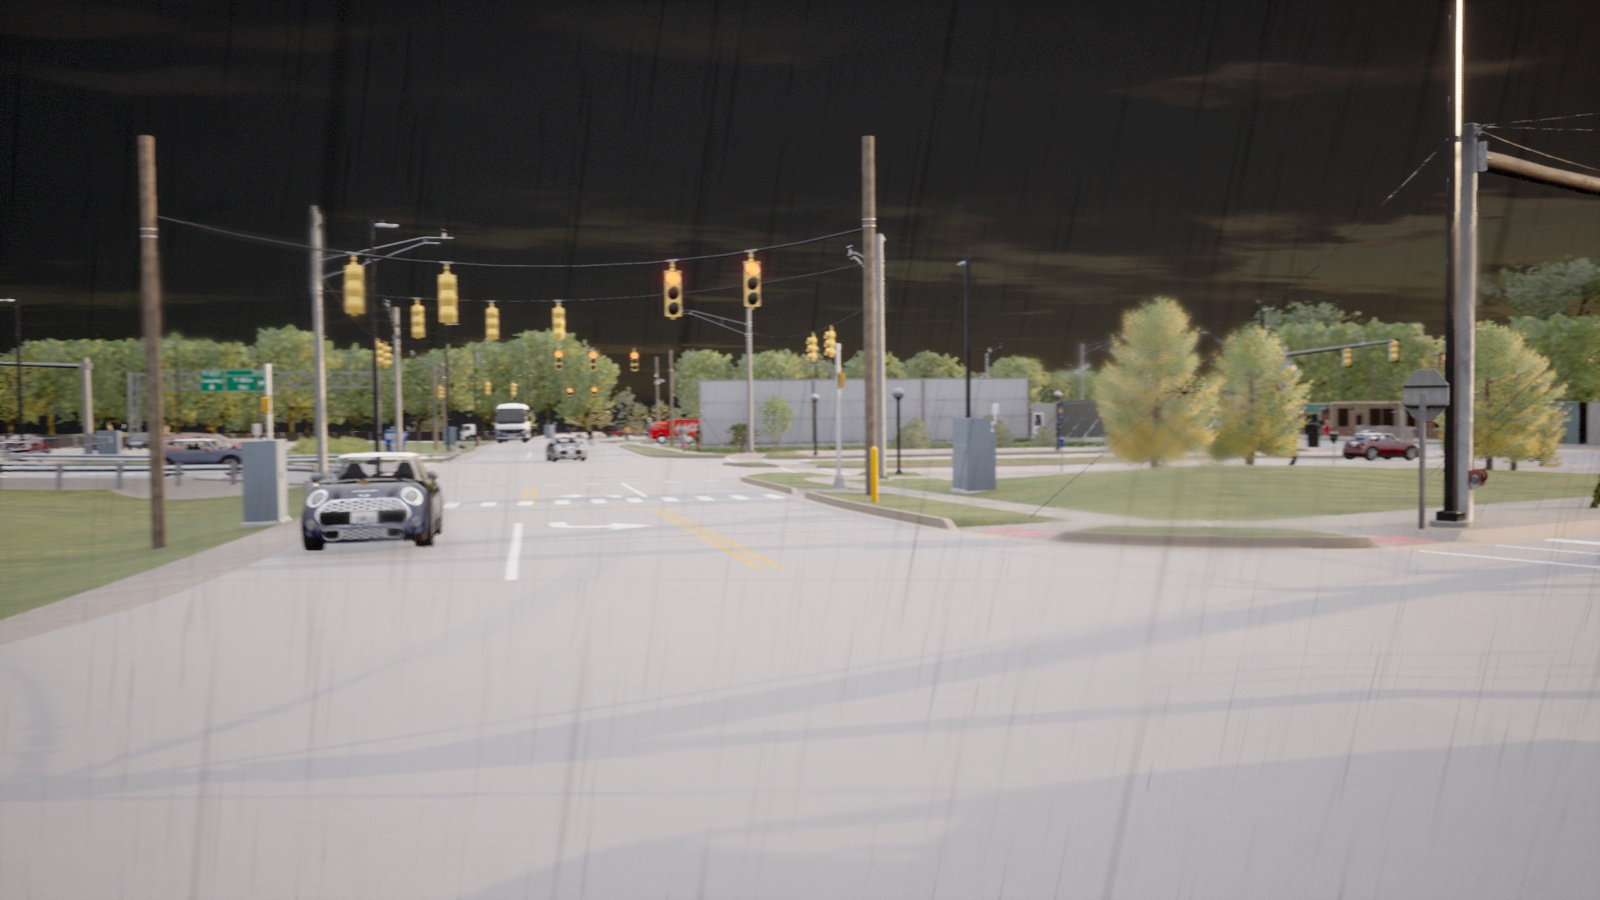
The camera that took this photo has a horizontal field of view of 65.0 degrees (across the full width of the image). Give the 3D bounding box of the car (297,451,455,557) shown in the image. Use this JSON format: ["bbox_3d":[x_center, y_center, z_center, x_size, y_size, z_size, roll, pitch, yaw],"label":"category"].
[{"bbox_3d":[-6.761,0.788,20.392,1.970,1.475,3.806,-2,1,-12],"label":"car"}]

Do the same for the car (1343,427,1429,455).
[{"bbox_3d":[31.589,-0.510,67.721,3.806,1.475,1.970,0,2,-17],"label":"car"}]

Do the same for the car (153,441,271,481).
[{"bbox_3d":[-23.374,0.414,50.030,3.806,1.475,1.970,-2,1,-8],"label":"car"}]

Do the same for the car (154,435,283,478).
[{"bbox_3d":[-24.720,0.234,53.570,4.611,1.667,2.242,-1,1,-13],"label":"car"}]

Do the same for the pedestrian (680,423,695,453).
[{"bbox_3d":[-7.467,-0.802,83.161,0.659,1.952,0.873,-2,3,-26],"label":"pedestrian"}]

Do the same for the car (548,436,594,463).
[{"bbox_3d":[-13.104,-0.057,71.751,1.970,1.475,3.806,-2,1,-19],"label":"car"}]
